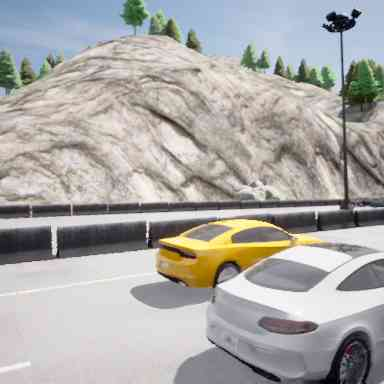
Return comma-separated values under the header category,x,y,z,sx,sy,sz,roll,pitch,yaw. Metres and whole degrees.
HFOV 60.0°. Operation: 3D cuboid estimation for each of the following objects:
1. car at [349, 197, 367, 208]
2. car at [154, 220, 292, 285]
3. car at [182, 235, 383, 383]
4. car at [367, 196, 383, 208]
category,x,y,z,sx,sy,sz,roll,pitch,yaw
car,24.970,1.505,49.187,4.892,1.490,1.837,1,0,-33
car,1.477,1.479,8.688,5.008,1.535,1.882,0,0,-33
car,2.357,1.526,5.083,4.674,1.442,1.812,0,0,-33
car,27.093,1.347,46.391,4.553,1.767,2.097,0,0,-33
